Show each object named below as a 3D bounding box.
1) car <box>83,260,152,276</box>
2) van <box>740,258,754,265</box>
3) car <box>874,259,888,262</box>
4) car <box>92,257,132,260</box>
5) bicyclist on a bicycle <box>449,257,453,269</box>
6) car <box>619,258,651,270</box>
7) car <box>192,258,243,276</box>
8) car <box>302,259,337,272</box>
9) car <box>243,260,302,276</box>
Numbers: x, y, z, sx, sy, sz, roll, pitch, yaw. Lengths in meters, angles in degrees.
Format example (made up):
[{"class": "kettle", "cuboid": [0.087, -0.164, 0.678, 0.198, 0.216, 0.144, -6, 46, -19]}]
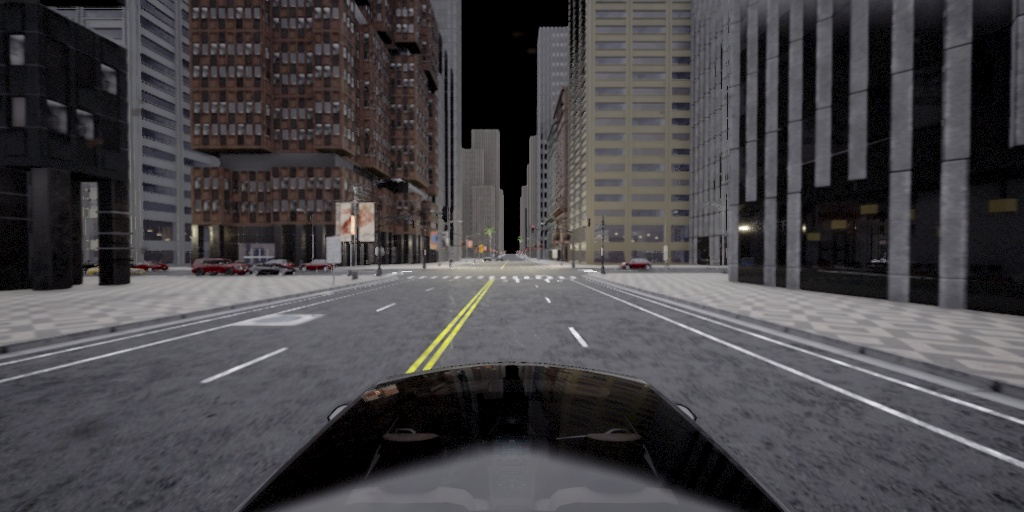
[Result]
[{"class": "car", "cuboid": [-40.840, 1.428, 37.130, 4.829, 1.417, 1.751, 0, 0, 0]}, {"class": "van", "cuboid": [27.511, 1.064, 40.215, 3.998, 1.789, 1.690, 0, 0, 0]}, {"class": "car", "cuboid": [43.832, 1.148, 40.127, 4.097, 1.591, 1.967, 0, 0, 0]}, {"class": "car", "cuboid": [-48.526, 1.064, 42.871, 5.566, 2.045, 2.150, 0, 1, 0]}, {"class": "bicyclist on a bicycle", "cuboid": [-8.757, 1.058, 51.273, 0.659, 1.776, 1.843, 0, 0, 0]}, {"class": "car", "cuboid": [16.673, 1.043, 48.799, 4.097, 1.591, 1.967, 0, 0, 0]}, {"class": "car", "cuboid": [-30.158, 1.179, 37.137, 5.009, 1.841, 2.192, 0, 0, 0]}, {"class": "car", "cuboid": [-24.736, 1.153, 45.666, 4.097, 1.591, 1.967, 0, 0, 0]}, {"class": "car", "cuboid": [-24.732, 1.411, 37.141, 4.313, 1.339, 1.948, 0, 0, 0]}]
